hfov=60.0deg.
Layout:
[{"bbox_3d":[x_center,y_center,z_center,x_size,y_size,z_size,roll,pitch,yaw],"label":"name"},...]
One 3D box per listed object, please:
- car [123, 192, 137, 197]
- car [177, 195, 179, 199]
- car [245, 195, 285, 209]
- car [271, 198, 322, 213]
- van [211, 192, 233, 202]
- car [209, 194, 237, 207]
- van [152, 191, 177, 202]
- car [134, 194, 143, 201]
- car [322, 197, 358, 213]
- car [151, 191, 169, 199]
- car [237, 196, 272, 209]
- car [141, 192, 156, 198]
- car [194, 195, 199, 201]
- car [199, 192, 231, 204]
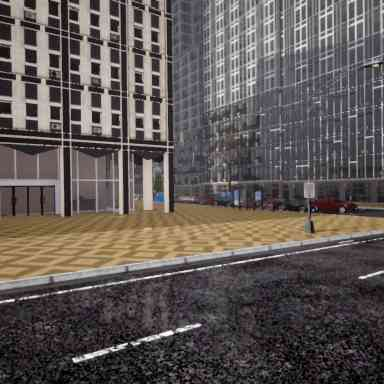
[{"bbox_3d":[-17.122,0.699,91.709,2.008,1.369,4.403,0,1,-34],"label":"car"},{"bbox_3d":[-4.348,0.946,72.905,1.802,1.307,4.206,0,1,-34],"label":"car"},{"bbox_3d":[9.248,1.236,42.572,1.882,1.535,5.008,-1,1,-34],"label":"car"},{"bbox_3d":[10.967,1.431,35.214,1.947,1.339,4.313,0,1,-34],"label":"car"},{"bbox_3d":[5.232,0.865,58.797,1.690,1.788,3.998,0,1,-34],"label":"van"},{"bbox_3d":[4.643,1.327,44.661,1.947,1.339,4.313,0,1,-34],"label":"car"},{"bbox_3d":[-4.893,0.945,58.791,1.690,1.788,3.998,0,1,-34],"label":"van"},{"bbox_3d":[-11.281,1.047,68.196,2.008,1.369,4.403,0,1,-34],"label":"car"},{"bbox_3d":[14.647,1.323,34.621,1.882,1.535,5.008,-1,1,-34],"label":"car"},{"bbox_3d":[-7.542,0.625,77.603,2.192,1.841,5.009,0,1,-34],"label":"car"},{"bbox_3d":[7.788,1.395,39.927,1.802,1.307,4.206,0,1,-34],"label":"car"},{"bbox_3d":[-10.736,0.696,82.305,1.967,1.590,4.097,0,1,-34],"label":"car"},{"bbox_3d":[2.039,1.053,63.501,1.802,1.307,4.206,0,1,-34],"label":"car"},{"bbox_3d":[3.595,1.019,50.877,2.097,1.767,4.553,-1,1,-35],"label":"car"}]
